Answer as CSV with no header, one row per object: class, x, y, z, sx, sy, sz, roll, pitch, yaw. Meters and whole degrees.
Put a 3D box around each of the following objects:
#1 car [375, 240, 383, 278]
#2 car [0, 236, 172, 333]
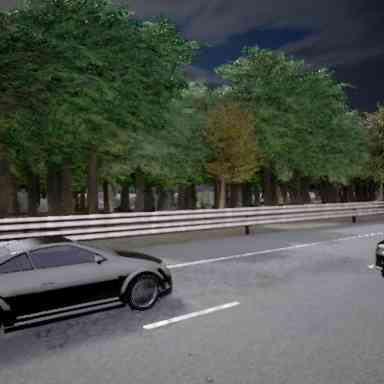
car,6.528,1.433,8.402,4.902,1.511,2.128,0,0,-35
car,-2.465,1.555,6.288,4.181,1.385,1.994,0,0,-36
